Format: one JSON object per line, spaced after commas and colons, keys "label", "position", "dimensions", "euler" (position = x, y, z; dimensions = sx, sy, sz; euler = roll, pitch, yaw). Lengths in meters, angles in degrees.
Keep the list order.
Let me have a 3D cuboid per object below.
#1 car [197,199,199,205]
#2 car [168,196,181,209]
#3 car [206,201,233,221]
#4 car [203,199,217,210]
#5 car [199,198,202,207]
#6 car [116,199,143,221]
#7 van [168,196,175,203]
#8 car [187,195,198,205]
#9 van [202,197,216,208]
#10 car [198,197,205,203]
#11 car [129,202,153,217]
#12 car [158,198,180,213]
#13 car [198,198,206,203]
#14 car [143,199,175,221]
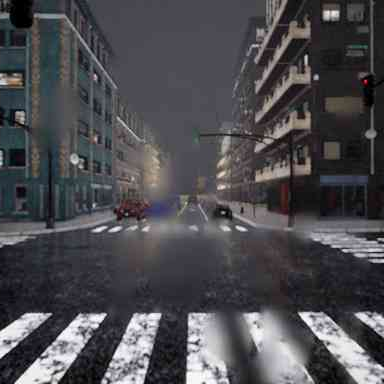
{"label": "car", "position": [2.604, 2.025, 68.484], "dimensions": [2.008, 1.369, 4.403], "euler": [0, 0, 0]}
{"label": "car", "position": [-2.810, 1.576, 50.524], "dimensions": [2.150, 2.045, 5.566], "euler": [0, 0, 1]}
{"label": "car", "position": [2.582, 1.778, 29.621], "dimensions": [1.947, 1.339, 4.313], "euler": [0, 0, 0]}
{"label": "car", "position": [2.588, 1.871, 40.724], "dimensions": [1.802, 1.307, 4.206], "euler": [0, 0, 0]}
{"label": "car", "position": [2.598, 1.841, 57.381], "dimensions": [1.967, 1.590, 4.097], "euler": [0, 0, 0]}
{"label": "car", "position": [-5.298, 1.528, 29.626], "dimensions": [2.192, 1.841, 5.009], "euler": [0, 0, 0]}
{"label": "van", "position": [-5.267, 1.922, 85.145], "dimensions": [1.690, 1.788, 3.998], "euler": [0, 0, 0]}
{"label": "car", "position": [0.135, 1.702, 69.404], "dimensions": [2.150, 2.045, 5.566], "euler": [0, 0, 0]}
{"label": "van", "position": [2.592, 1.667, 46.278], "dimensions": [1.690, 1.788, 3.998], "euler": [0, 0, 0]}
{"label": "car", "position": [2.616, 2.160, 90.692], "dimensions": [1.887, 1.381, 4.507], "euler": [0, 0, 0]}
{"label": "car", "position": [-5.295, 1.795, 35.176], "dimensions": [1.887, 1.381, 4.507], "euler": [0, 0, 0]}
{"label": "car", "position": [-2.825, 1.788, 39.936], "dimensions": [1.837, 1.490, 4.892], "euler": [0, 0, 0]}
{"label": "car", "position": [2.612, 2.126, 85.140], "dimensions": [1.887, 1.381, 4.507], "euler": [0, 0, 0]}
{"label": "car", "position": [-2.836, 1.690, 29.566], "dimensions": [1.882, 1.535, 5.008], "euler": [0, 0, 0]}
